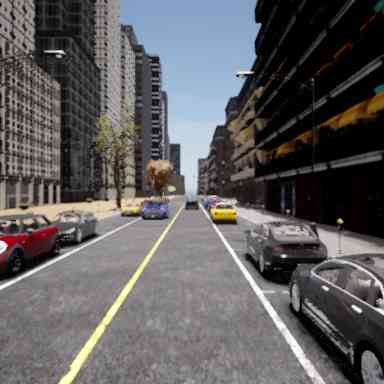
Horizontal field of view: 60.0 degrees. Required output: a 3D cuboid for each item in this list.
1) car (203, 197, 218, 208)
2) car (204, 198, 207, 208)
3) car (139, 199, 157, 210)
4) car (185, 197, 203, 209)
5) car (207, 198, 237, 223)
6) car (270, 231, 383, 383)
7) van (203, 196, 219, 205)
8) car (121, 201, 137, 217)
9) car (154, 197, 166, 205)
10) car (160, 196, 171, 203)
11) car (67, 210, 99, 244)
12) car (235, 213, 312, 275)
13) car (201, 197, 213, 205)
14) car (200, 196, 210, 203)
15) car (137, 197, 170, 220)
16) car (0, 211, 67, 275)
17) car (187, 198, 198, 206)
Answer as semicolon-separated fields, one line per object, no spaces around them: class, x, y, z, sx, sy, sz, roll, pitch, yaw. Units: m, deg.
car;2.698;1.503;48.985;1.967;1.590;4.097;0;0;0
car;2.696;1.626;37.920;1.802;1.307;4.206;0;0;0
car;-5.683;1.636;43.455;1.802;1.307;4.206;0;0;0
car;0.019;1.549;46.029;2.128;1.511;4.902;0;0;0
car;2.354;1.483;25.714;1.801;1.575;5.366;0;0;0
car;2.691;1.555;4.724;2.008;1.369;4.403;0;0;0
van;2.697;1.395;43.453;1.690;1.788;3.998;0;0;0
car;-5.685;1.561;32.219;1.752;1.417;4.829;0;0;0
car;-5.680;1.608;59.882;1.752;1.417;4.829;0;0;0
car;-5.678;1.650;71.118;1.887;1.381;4.507;0;0;0
car;-5.688;1.566;15.791;2.008;1.369;4.403;0;0;0
car;2.692;1.560;10.257;2.008;1.369;4.403;0;0;0
car;2.700;1.633;60.050;2.008;1.369;4.403;0;0;0
car;2.702;1.656;71.116;2.008;1.369;4.403;0;0;0
car;-3.091;1.382;28.702;2.097;1.767;4.553;0;0;0
car;-5.689;1.450;10.260;1.967;1.590;4.097;0;0;0
car;0.011;1.683;59.621;1.895;1.301;4.718;0;0;0
